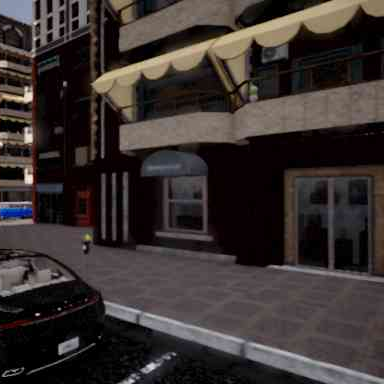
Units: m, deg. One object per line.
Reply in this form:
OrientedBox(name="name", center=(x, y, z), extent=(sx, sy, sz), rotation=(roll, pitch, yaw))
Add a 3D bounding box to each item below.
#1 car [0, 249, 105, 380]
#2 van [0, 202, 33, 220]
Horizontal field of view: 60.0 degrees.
OrientedBox(name="car", center=(-3.224, 1.582, 5.177), extent=(4.403, 1.369, 2.008), rotation=(0, 0, 36))
OrientedBox(name="van", center=(-17.478, 1.894, 32.848), extent=(1.690, 1.788, 3.998), rotation=(-2, -2, 35))
